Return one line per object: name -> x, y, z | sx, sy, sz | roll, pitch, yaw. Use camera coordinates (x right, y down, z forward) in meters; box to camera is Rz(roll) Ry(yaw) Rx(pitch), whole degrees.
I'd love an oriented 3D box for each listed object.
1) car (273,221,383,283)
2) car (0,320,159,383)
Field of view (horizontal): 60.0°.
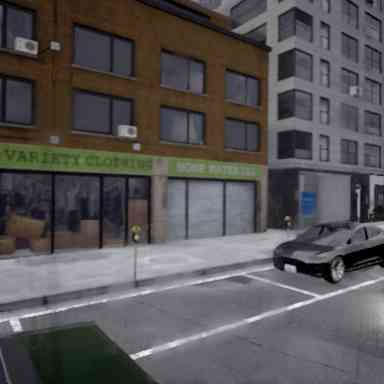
car -> 4.267, 1.560, 9.680 | 4.313, 1.339, 1.947 | 0, 1, -35
car -> -2.456, 1.602, 1.626 | 4.718, 1.301, 1.895 | 0, 0, -35
